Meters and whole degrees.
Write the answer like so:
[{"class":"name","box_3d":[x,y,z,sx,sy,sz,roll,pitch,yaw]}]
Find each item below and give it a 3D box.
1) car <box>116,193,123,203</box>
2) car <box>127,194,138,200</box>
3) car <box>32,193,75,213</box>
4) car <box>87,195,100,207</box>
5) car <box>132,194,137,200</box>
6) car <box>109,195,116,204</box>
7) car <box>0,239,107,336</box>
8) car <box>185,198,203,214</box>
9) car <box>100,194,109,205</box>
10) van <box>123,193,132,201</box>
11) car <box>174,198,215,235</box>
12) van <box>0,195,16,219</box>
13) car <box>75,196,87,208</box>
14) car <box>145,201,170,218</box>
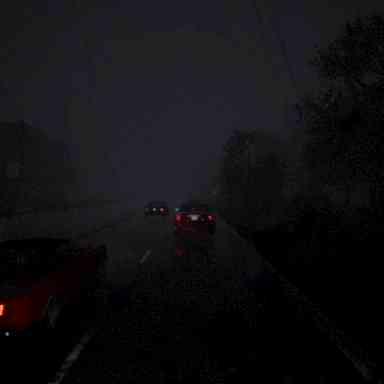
[{"class":"car","box_3d":[-15.413,1.394,64.283,2.002,1.452,4.674,0,0,0]},{"class":"car","box_3d":[-15.446,1.364,86.322,2.002,1.452,4.674,-2,0,0]},{"class":"car","box_3d":[-15.393,1.141,36.626,2.435,2.045,5.566,0,0,0]},{"class":"car","box_3d":[-15.401,1.379,47.585,2.231,1.521,4.892,0,0,0]},{"class":"car","box_3d":[-15.425,1.361,80.826,2.163,1.488,4.792,0,0,0]},{"class":"car","box_3d":[-15.408,1.236,58.661,2.185,1.767,4.553,0,0,0]},{"class":"car","box_3d":[-3.139,1.590,6.677,1.895,1.301,4.718,0,0,0]},{"class":"car","box_3d":[0.164,1.446,36.344,1.837,1.490,4.892,0,0,0]},{"class":"car","box_3d":[-15.405,1.244,53.135,2.185,1.767,4.553,0,0,0]},{"class":"van","box_3d":[-15.420,1.113,75.214,1.878,1.987,4.442,0,0,0]},{"class":"car","box_3d":[0.132,1.322,18.536,2.097,1.767,4.553,0,0,0]},{"class":"van","box_3d":[-15.385,1.183,25.362,1.878,1.987,4.442,0,0,0]},{"class":"car","box_3d":[-15.397,1.385,42.059,2.097,1.535,5.008,0,0,0]},{"class":"car","box_3d":[-3.097,1.499,29.992,2.033,1.411,5.357,0,0,0]}]
